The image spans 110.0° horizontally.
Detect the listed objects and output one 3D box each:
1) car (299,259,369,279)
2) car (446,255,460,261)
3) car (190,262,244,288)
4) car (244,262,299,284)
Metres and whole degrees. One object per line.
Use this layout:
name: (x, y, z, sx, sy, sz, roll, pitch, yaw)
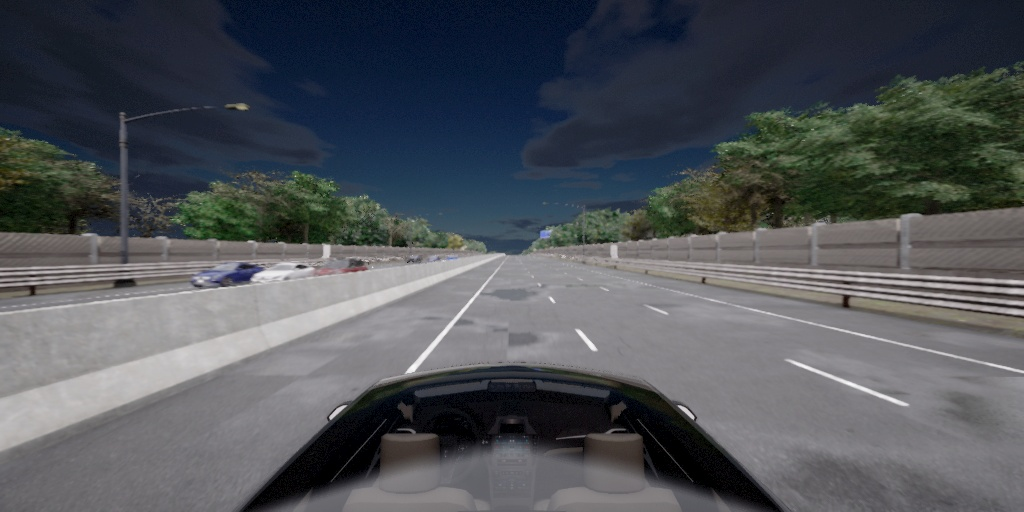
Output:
car: (-10.560, 0.967, 22.116, 2.097, 1.767, 4.553, 0, 0, 0)
car: (-10.495, 0.585, 64.020, 1.882, 1.535, 5.008, 0, 1, 0)
car: (-17.563, 1.135, 22.558, 1.812, 1.442, 4.674, 0, 1, 0)
car: (-14.064, 1.135, 22.559, 1.812, 1.442, 4.674, 0, 1, 0)
